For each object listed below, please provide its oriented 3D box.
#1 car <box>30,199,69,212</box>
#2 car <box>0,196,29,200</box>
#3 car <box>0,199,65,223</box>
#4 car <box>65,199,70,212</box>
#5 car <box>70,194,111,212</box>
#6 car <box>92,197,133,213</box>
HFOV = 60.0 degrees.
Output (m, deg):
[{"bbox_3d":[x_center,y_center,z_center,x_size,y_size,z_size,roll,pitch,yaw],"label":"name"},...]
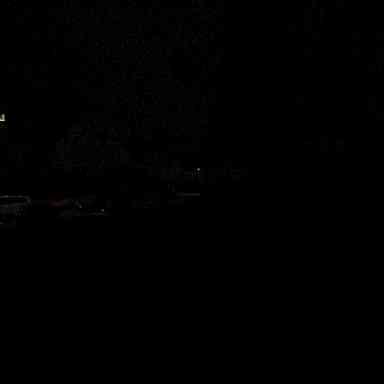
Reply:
[{"bbox_3d":[-18.361,1.657,43.150,1.837,1.490,4.892,-1,0,19],"label":"car"},{"bbox_3d":[-16.087,1.361,28.043,2.150,2.045,5.566,-1,0,18],"label":"car"},{"bbox_3d":[-12.852,1.586,26.667,1.882,1.535,5.008,-1,0,19],"label":"car"},{"bbox_3d":[-15.287,1.600,41.321,1.882,1.535,5.008,-1,0,19],"label":"car"},{"bbox_3d":[-11.850,1.308,40.575,2.150,2.045,5.566,-1,0,19],"label":"car"},{"bbox_3d":[-8.816,1.605,38.616,2.033,1.411,5.357,-1,0,19],"label":"car"}]
